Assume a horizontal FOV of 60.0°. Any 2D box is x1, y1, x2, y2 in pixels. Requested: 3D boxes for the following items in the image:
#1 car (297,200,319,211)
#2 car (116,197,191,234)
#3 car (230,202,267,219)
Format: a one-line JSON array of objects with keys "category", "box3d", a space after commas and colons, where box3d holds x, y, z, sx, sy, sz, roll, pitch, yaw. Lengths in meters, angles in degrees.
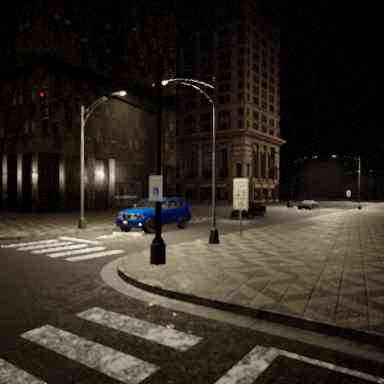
[{"category": "car", "box3d": [16.683, 1.885, 47.503, 2.033, 1.411, 5.357, 0, 0, 36]}, {"category": "car", "box3d": [-2.239, 1.380, 21.037, 2.150, 2.045, 5.566, 0, 0, 34]}, {"category": "car", "box3d": [5.468, 1.715, 31.852, 1.882, 1.535, 5.008, 0, 0, 36]}]
